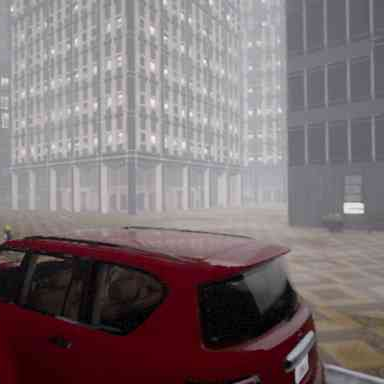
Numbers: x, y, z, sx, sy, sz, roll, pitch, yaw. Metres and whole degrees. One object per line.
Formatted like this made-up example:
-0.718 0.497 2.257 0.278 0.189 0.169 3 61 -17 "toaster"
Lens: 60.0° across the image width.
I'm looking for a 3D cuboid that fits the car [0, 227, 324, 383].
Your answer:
-1.176 1.332 3.724 5.009 1.841 2.192 0 -1 36 "car"
